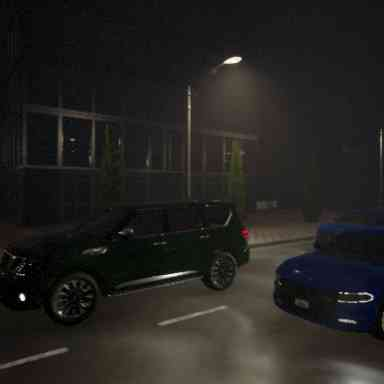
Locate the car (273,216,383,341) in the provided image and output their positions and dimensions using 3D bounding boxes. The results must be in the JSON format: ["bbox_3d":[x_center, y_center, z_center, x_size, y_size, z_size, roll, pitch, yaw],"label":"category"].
[{"bbox_3d":[3.752,1.462,6.651,5.008,1.535,1.882,0,0,-35],"label":"car"}]

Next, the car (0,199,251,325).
[{"bbox_3d":[-1.156,1.214,7.453,5.566,2.045,2.150,0,0,-36],"label":"car"}]

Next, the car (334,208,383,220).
[{"bbox_3d":[6.988,1.447,13.262,5.008,1.535,1.882,0,0,-35],"label":"car"}]
